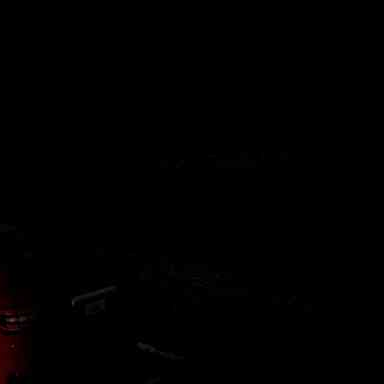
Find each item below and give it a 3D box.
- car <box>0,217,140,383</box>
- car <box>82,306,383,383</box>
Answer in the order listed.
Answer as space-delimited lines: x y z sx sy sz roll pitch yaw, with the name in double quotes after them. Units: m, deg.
-2.970 1.311 4.939 5.009 1.841 2.192 0 0 36 "car"
1.515 1.582 1.724 4.206 1.307 1.802 0 0 36 "car"
